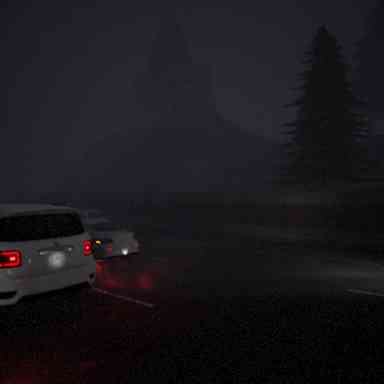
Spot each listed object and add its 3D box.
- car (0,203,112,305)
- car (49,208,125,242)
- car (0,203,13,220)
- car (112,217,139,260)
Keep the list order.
[{"bbox_3d":[-4.505,1.286,7.628,5.566,2.045,2.150,-1,0,39],"label":"car"},{"bbox_3d":[-5.819,1.656,18.045,4.674,1.442,1.812,-1,0,42],"label":"car"},{"bbox_3d":[-18.315,1.788,31.228,1.812,1.442,4.674,0,0,-40],"label":"car"},{"bbox_3d":[-3.813,1.610,11.630,4.674,1.442,1.812,-1,0,40],"label":"car"}]
